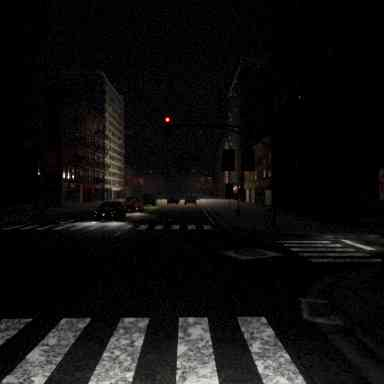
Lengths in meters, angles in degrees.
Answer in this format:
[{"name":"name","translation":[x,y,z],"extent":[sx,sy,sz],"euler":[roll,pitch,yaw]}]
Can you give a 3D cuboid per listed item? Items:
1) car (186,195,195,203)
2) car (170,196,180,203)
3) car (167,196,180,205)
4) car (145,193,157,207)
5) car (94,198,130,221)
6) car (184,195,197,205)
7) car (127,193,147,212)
[{"name":"car","translation":[-0.303,1.465,68.268],"extent":[1.882,1.535,5.008],"euler":[0,0,0]},{"name":"car","translation":[-3.475,1.588,69.819],"extent":[1.895,1.301,4.718],"euler":[0,0,0]},{"name":"car","translation":[-3.416,1.468,59.665],"extent":[1.882,1.535,5.008],"euler":[0,0,0]},{"name":"car","translation":[-6.824,1.204,52.393],"extent":[2.150,2.045,5.566],"euler":[0,1,-1]},{"name":"car","translation":[-6.724,1.504,27.665],"extent":[1.837,1.490,4.892],"euler":[0,0,0]},{"name":"car","translation":[-0.258,1.342,58.236],"extent":[2.097,1.767,4.553],"euler":[0,0,0]},{"name":"car","translation":[-6.772,1.349,37.757],"extent":[2.097,1.767,4.553],"euler":[0,0,-1]}]
